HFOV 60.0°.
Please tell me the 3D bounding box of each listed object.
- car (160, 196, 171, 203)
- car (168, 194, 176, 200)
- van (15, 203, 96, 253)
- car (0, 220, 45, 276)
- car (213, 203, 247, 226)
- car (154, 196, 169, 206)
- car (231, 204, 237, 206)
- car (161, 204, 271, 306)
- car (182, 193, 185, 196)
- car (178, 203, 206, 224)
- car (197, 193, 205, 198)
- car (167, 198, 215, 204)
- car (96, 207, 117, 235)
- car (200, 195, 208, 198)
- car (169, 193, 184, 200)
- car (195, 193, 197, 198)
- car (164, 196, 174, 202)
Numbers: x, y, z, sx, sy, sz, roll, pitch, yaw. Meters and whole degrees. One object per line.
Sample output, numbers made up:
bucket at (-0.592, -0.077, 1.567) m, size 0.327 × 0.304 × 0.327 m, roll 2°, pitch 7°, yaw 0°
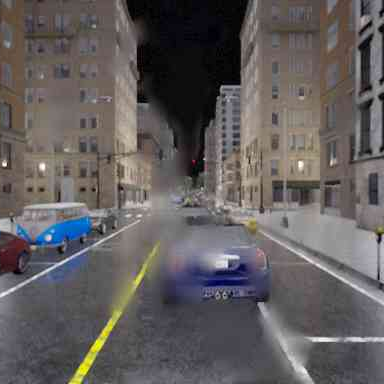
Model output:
car at (-5.412, 1.580, 68.035) m, size 1.947 × 1.339 × 4.313 m, roll 0°, pitch 0°, yaw 0°
car at (-5.420, 1.453, 90.760) m, size 1.967 × 1.590 × 4.097 m, roll 0°, pitch 0°, yaw 0°
van at (-5.397, 1.344, 13.303) m, size 1.690 × 1.788 × 3.998 m, roll 0°, pitch 0°, yaw 0°
car at (-5.397, 1.584, 7.897) m, size 1.802 × 1.307 × 4.206 m, roll 0°, pitch 0°, yaw 0°
car at (2.630, 1.556, 24.119) m, size 2.008 × 1.369 × 4.403 m, roll 0°, pitch 0°, yaw 0°
car at (-5.408, 1.538, 56.503) m, size 1.752 × 1.417 × 4.829 m, roll 0°, pitch 0°, yaw 0°
car at (2.637, 1.530, 18.883) m, size 1.752 × 1.417 × 4.829 m, roll 0°, pitch 0°, yaw 0°
car at (0.317, 1.354, 8.263) m, size 2.097 × 1.767 × 4.553 m, roll 0°, pitch 0°, yaw -5°
car at (-2.776, 1.239, 72.379) m, size 2.150 × 2.045 × 5.566 m, roll 0°, pitch 0°, yaw 0°
car at (0.008, 1.570, 25.455) m, size 1.994 × 1.385 × 4.181 m, roll 0°, pitch 0°, yaw 0°
car at (2.611, 1.454, 73.722) m, size 1.967 × 1.590 × 4.097 m, roll 0°, pitch 0°, yaw 0°
car at (0.071, 1.356, 15.794) m, size 2.097 × 1.767 × 4.553 m, roll 0°, pitch 0°, yaw 0°
car at (-5.398, 1.555, 18.709) m, size 2.008 × 1.369 × 4.403 m, roll 0°, pitch 0°, yaw 0°
car at (2.619, 1.563, 50.995) m, size 2.008 × 1.369 × 4.403 m, roll 0°, pitch 0°, yaw 0°
car at (-2.848, 1.491, 56.996) m, size 1.882 × 1.535 × 5.008 m, roll 0°, pitch 0°, yaw 0°
car at (2.607, 1.328, 85.086) m, size 2.192 × 1.841 × 5.009 m, roll 0°, pitch 0°, yaw 0°
car at (-5.416, 1.564, 79.398) m, size 2.008 × 1.369 × 4.403 m, roll 0°, pitch 0°, yaw 0°
